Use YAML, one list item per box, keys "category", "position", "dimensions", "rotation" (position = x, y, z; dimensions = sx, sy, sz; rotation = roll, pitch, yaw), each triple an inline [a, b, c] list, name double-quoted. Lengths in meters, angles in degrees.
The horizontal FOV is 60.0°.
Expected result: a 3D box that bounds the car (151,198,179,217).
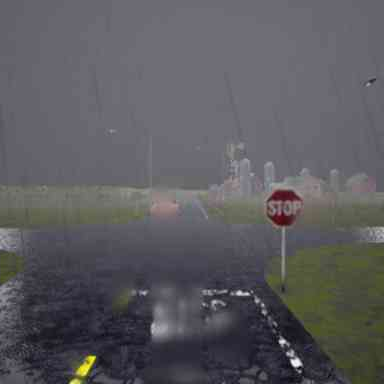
- category: "car"
  position: [-2.469, 1.402, 31.647]
  dimensions: [2.097, 1.767, 4.553]
  rotation: [0, 0, 5]
